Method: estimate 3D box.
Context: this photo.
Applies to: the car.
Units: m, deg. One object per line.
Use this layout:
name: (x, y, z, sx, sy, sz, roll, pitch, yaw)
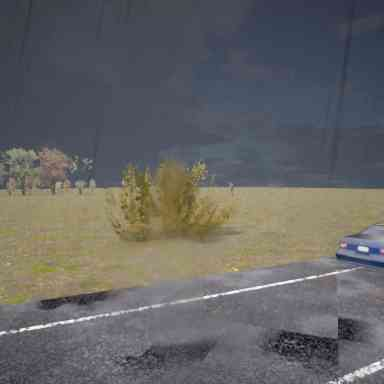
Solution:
car: (6.694, 1.552, 10.066, 5.357, 1.411, 2.033, 0, 0, -30)
